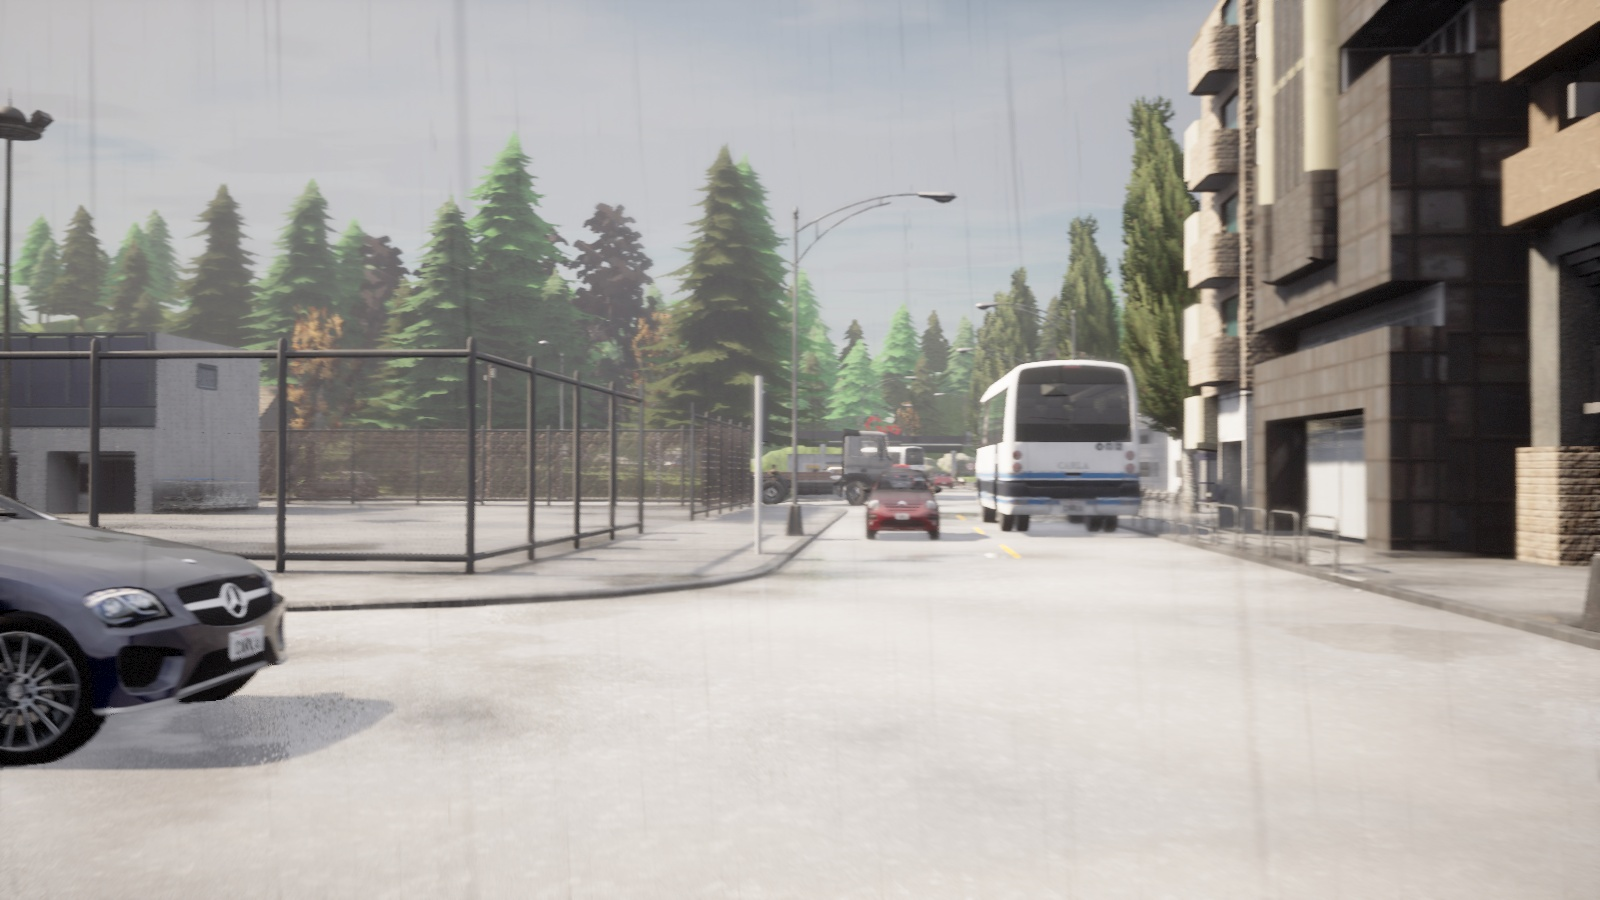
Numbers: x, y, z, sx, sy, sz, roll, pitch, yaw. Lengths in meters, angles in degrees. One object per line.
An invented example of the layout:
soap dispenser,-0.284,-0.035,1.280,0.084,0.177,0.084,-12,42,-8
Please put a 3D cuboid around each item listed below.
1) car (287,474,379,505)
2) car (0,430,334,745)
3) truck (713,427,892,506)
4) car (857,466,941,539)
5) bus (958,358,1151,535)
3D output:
car,-23.176,1.942,62.349,3.806,1.475,1.970,0,-1,4
car,-5.788,0.752,7.730,5.027,1.651,2.152,0,-1,1
truck,0.186,0.791,57.144,7.936,3.462,2.891,0,-2,3
car,2.365,1.206,30.079,1.851,1.617,3.988,0,-1,5
bus,6.770,-0.001,35.433,3.944,4.253,10.273,0,-1,4
